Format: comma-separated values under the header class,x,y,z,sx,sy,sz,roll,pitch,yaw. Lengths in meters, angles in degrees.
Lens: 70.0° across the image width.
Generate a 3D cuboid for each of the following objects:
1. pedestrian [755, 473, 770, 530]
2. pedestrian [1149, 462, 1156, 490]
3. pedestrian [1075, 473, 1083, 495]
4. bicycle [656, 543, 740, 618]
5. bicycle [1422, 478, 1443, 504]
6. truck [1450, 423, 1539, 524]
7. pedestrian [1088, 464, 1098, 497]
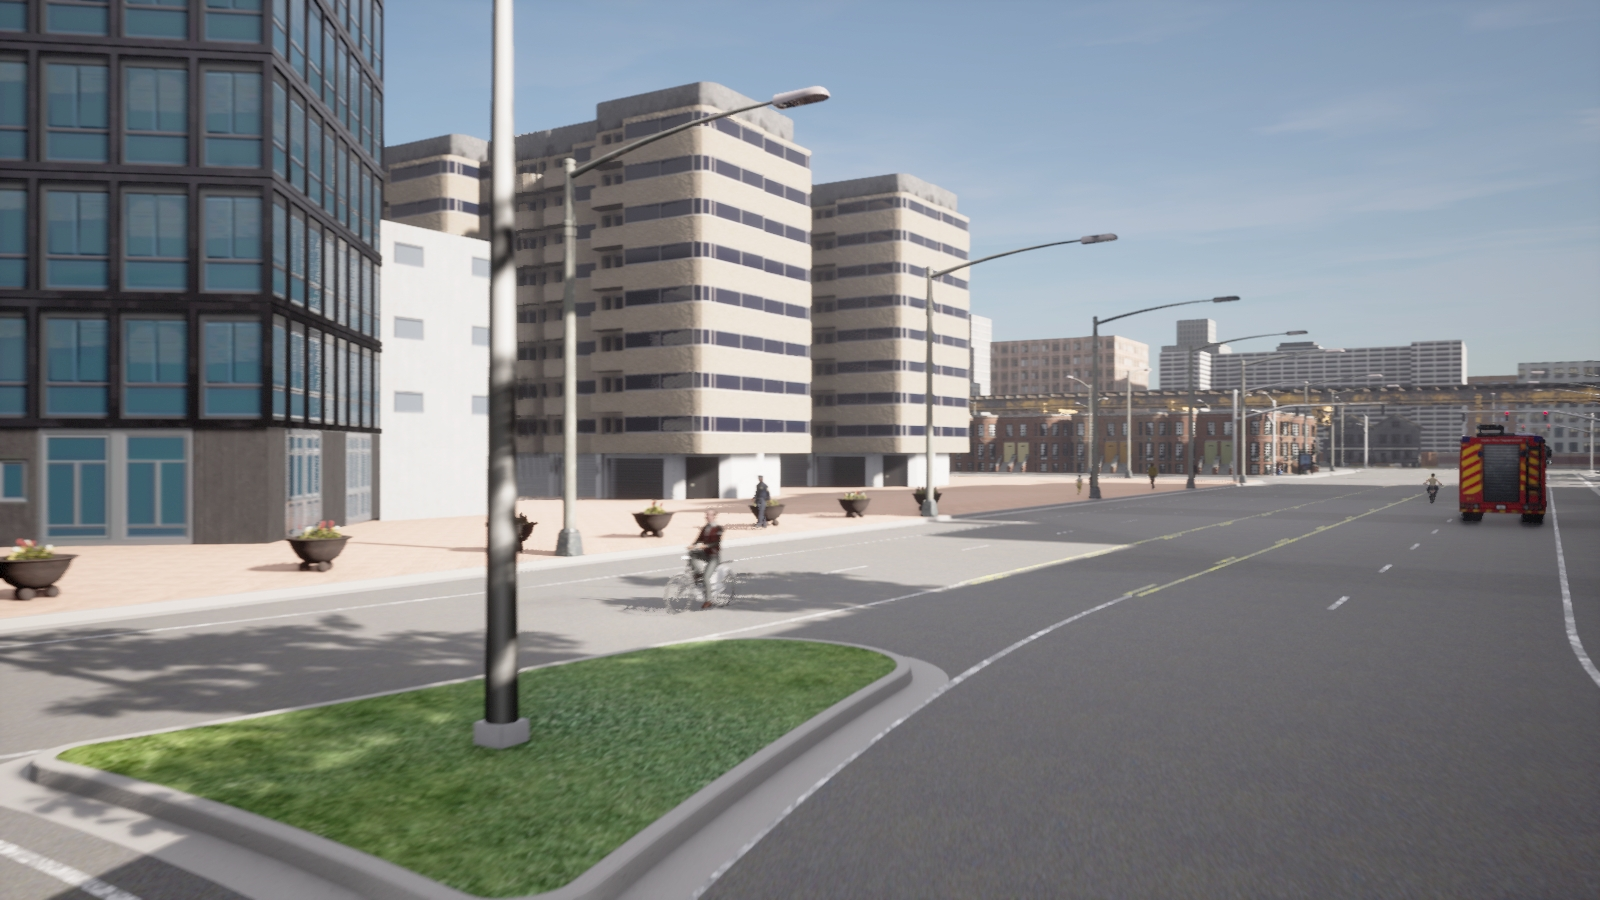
class,x,y,z,sx,sy,sz,roll,pitch,yaw
pedestrian,-1.243,1.695,37.828,0.375,1.860,0.375,0,0,33
pedestrian,23.096,1.709,74.880,0.375,1.860,0.375,0,0,33
pedestrian,16.534,1.999,67.710,0.375,1.300,0.375,0,0,29
bicycle,-1.743,2.233,19.808,0.329,1.126,1.835,0,0,36
bicycle,33.404,2.163,60.298,0.859,1.301,1.487,0,0,34
truck,29.157,0.906,47.794,2.891,3.827,8.468,0,0,33
pedestrian,16.361,1.708,63.765,0.375,1.860,0.375,0,0,-44
